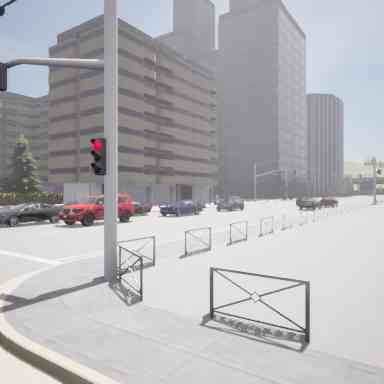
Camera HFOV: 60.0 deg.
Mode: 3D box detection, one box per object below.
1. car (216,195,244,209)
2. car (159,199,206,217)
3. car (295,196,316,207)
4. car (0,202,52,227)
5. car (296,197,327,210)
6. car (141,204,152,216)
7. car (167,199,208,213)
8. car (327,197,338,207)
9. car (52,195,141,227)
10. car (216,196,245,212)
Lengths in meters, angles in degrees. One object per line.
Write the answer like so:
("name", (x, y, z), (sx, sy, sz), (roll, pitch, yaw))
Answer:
("car", (5.393, 1.352, 46.926), (2.097, 1.767, 4.553), (0, 0, 35))
("car", (-0.994, 1.601, 31.556), (1.895, 1.301, 4.718), (0, 0, 35))
("car", (17.958, 1.477, 52.537), (1.882, 1.535, 5.008), (0, 0, 35))
("car", (-11.200, 1.491, 22.911), (2.128, 1.511, 4.902), (0, 0, 35))
("car", (15.059, 1.491, 42.183), (2.128, 1.511, 4.902), (0, 0, 35))
("car", (-5.941, 1.601, 30.544), (1.895, 1.301, 4.718), (0, 0, 35))
("car", (-0.397, 1.547, 38.589), (2.033, 1.411, 5.357), (0, 0, 35))
("car", (20.882, 1.478, 50.644), (1.882, 1.535, 5.008), (0, 0, 35))
("car", (-6.537, 1.221, 23.511), (2.150, 2.045, 5.566), (0, 0, 35))
("car", (4.689, 1.526, 39.779), (1.812, 1.442, 4.674), (0, 0, 35))
